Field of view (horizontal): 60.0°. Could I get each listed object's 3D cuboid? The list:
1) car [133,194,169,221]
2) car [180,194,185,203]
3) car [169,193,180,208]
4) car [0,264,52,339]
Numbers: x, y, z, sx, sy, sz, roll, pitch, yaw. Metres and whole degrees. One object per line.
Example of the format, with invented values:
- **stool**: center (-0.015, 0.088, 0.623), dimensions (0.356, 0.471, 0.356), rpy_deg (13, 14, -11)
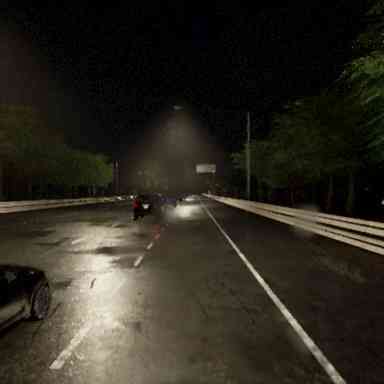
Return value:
- **car**: center (-3.462, 1.237, 27.687), dimensions (2.150, 2.045, 5.566), rpy_deg (0, 0, 0)
- **car**: center (-3.220, 1.291, 72.455), dimensions (2.150, 2.045, 5.566), rpy_deg (0, 0, 0)
- **car**: center (-3.372, 1.262, 49.283), dimensions (2.150, 2.045, 5.566), rpy_deg (0, 0, 0)
- **car**: center (-3.500, 1.528, 4.233), dimensions (1.812, 1.442, 4.674), rpy_deg (0, 0, 0)
